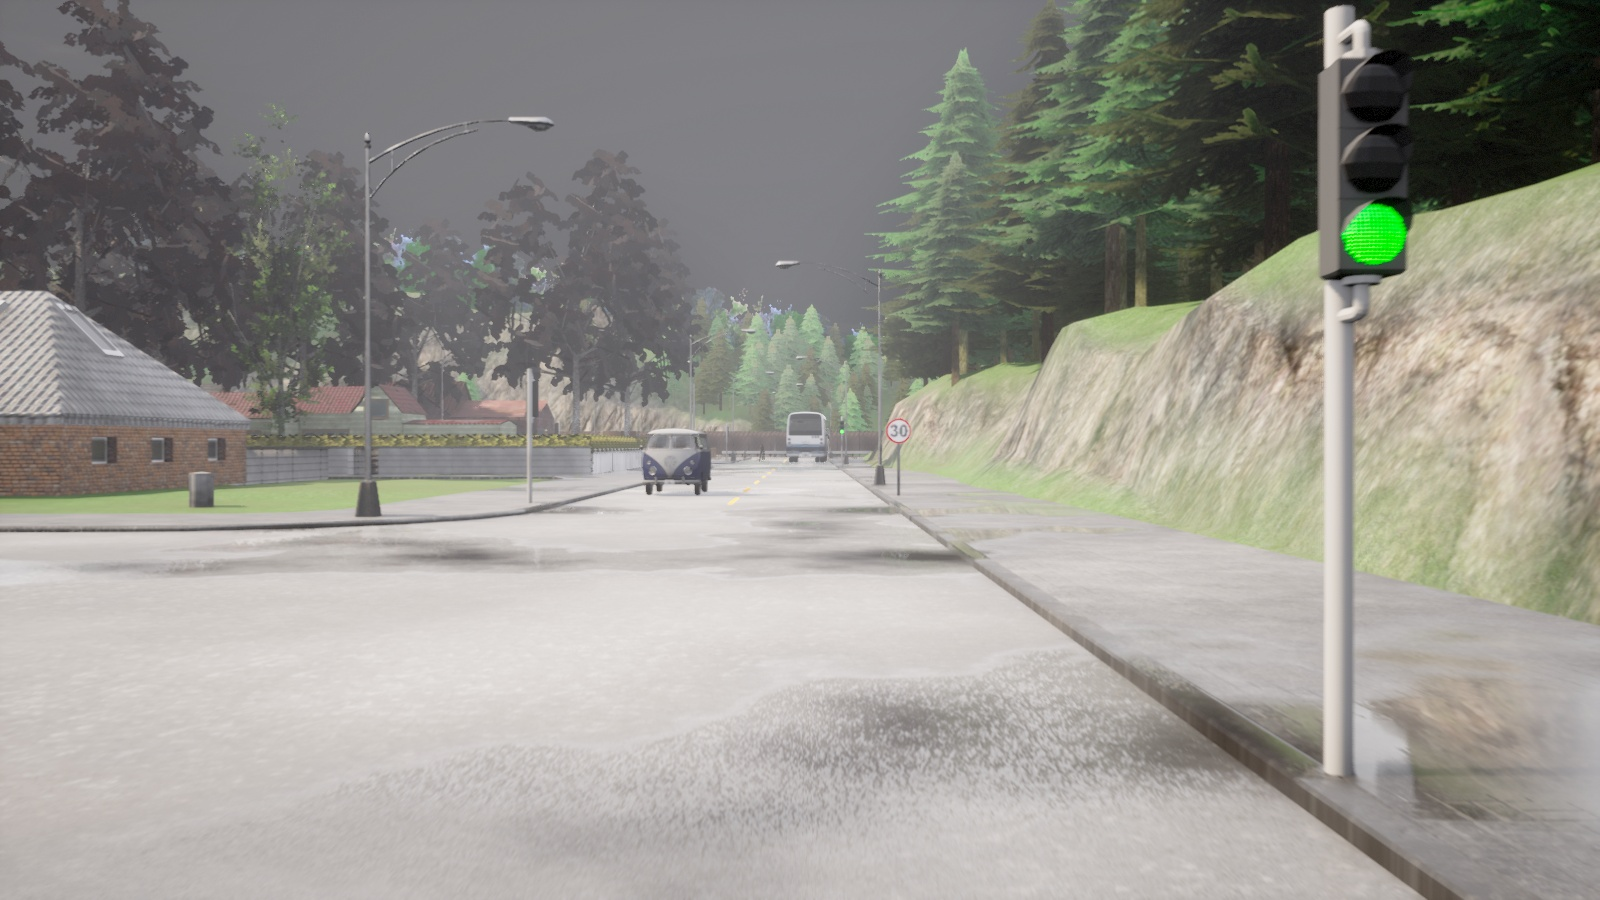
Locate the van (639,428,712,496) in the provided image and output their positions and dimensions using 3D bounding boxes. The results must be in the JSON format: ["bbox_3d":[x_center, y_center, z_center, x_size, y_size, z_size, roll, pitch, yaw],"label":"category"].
[{"bbox_3d":[-3.768,0.342,38.596,1.775,1.987,4.442,0,0,0],"label":"van"}]
